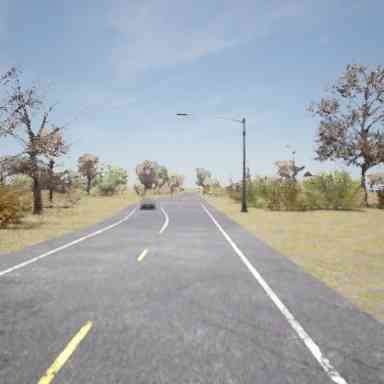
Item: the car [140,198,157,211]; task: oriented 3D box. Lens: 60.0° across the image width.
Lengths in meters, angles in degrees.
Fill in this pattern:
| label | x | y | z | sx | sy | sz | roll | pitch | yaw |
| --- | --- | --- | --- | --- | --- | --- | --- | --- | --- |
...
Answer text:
| label | x | y | z | sx | sy | sz | roll | pitch | yaw |
| --- | --- | --- | --- | --- | --- | --- | --- | --- | --- |
| car | -5.452 | 1.447 | 41.432 | 1.882 | 1.535 | 5.008 | 0 | 0 | -7 |
